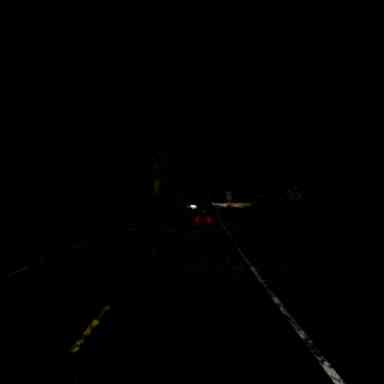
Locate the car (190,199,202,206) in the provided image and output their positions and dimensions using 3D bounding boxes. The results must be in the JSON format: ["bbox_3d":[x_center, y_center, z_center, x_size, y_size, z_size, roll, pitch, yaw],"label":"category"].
[{"bbox_3d":[0.953,2.218,73.210,2.128,1.511,4.902,0,-1,7],"label":"car"}]

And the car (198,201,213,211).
[{"bbox_3d":[2.078,2.023,49.369,2.033,1.411,5.357,0,-1,5],"label":"car"}]

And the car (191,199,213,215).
[{"bbox_3d":[1.390,1.863,38.216,2.128,1.511,4.902,0,-1,4],"label":"car"}]
